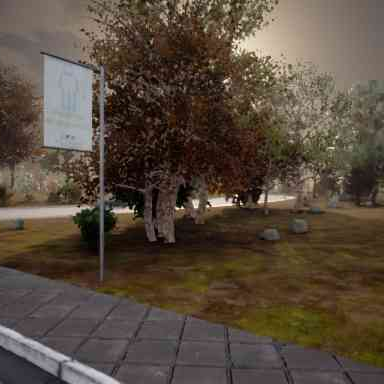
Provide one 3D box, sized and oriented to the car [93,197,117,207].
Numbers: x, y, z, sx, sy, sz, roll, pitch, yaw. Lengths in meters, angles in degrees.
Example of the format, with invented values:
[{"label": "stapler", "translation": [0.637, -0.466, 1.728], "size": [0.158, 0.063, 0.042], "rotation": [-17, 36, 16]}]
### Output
[{"label": "car", "translation": [-11.538, 1.473, 46.469], "size": [1.837, 1.490, 4.892], "rotation": [0, 0, 38]}]
